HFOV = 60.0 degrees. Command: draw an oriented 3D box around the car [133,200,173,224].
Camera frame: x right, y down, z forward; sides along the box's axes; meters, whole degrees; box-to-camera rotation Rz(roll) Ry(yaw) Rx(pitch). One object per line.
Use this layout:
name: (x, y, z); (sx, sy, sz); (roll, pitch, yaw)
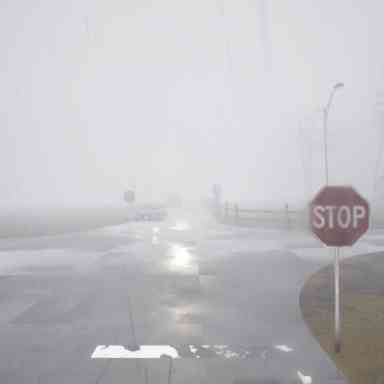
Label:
car: (-2.995, 1.578, 25.070); (1.994, 1.385, 4.181); (0, 0, 6)

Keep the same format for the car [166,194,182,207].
car: (-2.757, 1.277, 52.010); (2.150, 2.045, 5.566); (0, 0, 0)
